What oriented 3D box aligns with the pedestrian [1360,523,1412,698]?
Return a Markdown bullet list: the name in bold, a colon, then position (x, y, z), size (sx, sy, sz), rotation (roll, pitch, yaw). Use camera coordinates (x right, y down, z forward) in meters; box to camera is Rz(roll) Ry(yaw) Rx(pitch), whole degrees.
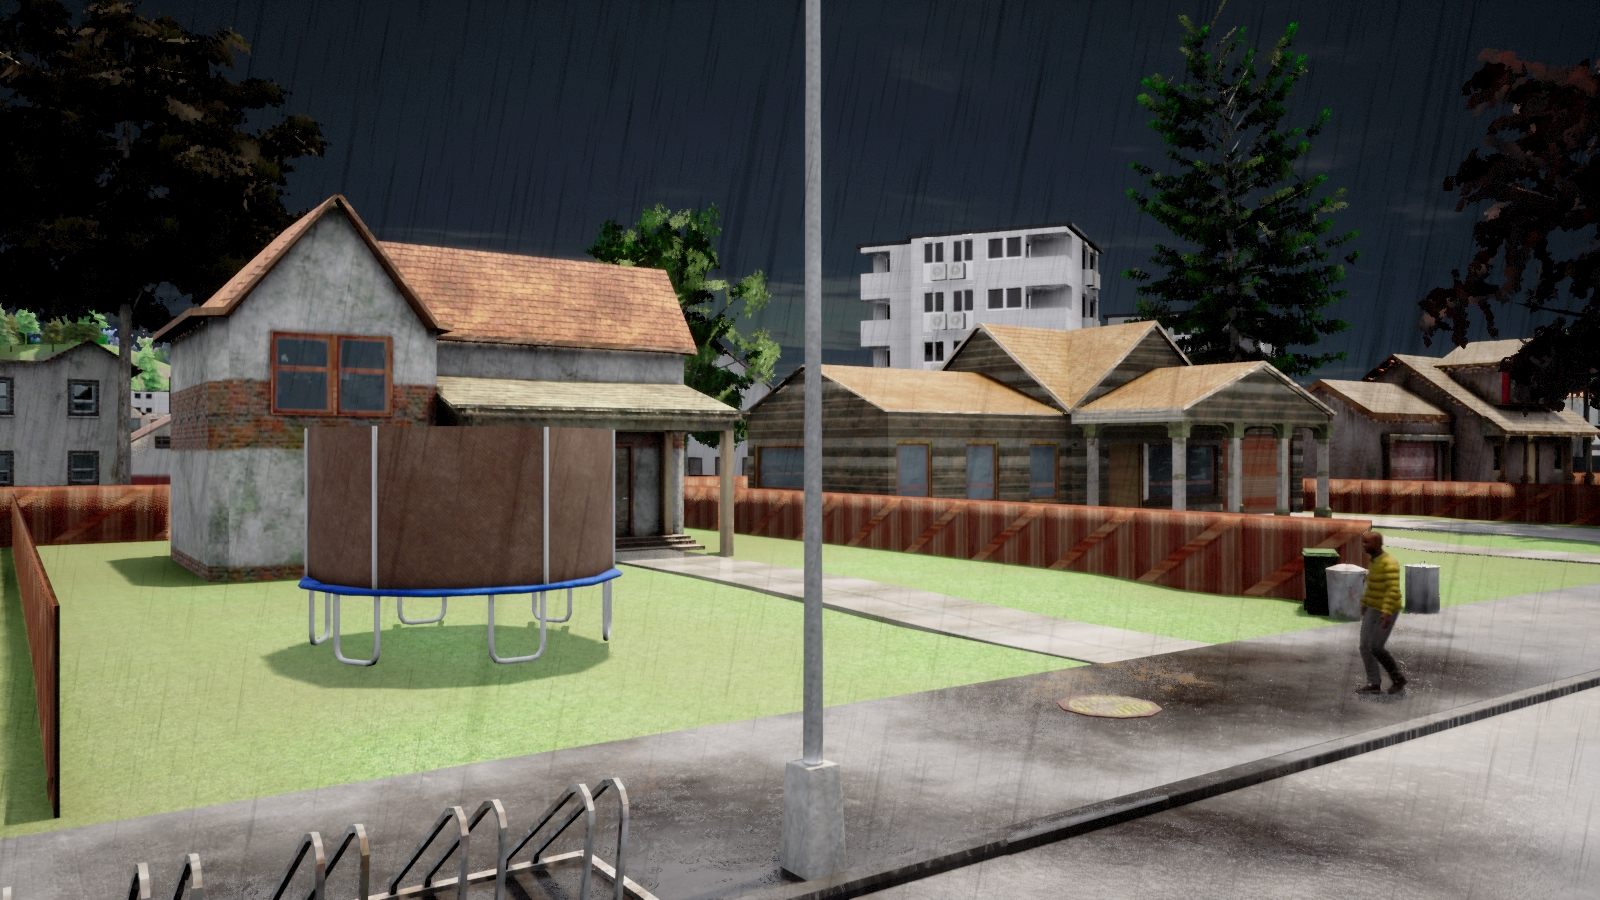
- **pedestrian**: position (6.427, 1.746, 12.538), size (0.375, 1.860, 0.375), rotation (0, 0, -2)
